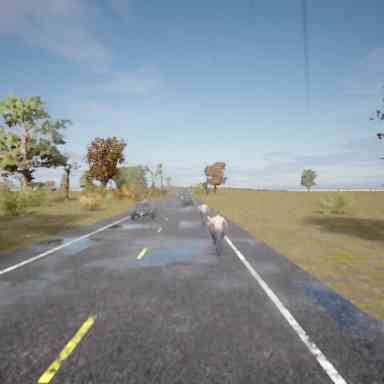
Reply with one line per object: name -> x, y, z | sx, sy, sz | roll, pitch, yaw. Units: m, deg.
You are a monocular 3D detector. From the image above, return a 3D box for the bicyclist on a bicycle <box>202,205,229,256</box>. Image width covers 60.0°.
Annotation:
bicyclist on a bicycle -> 0.927, 1.420, 11.971 | 0.866, 1.612, 1.509 | 0, 0, -1

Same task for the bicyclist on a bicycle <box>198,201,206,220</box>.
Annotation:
bicyclist on a bicycle -> 0.801, 1.406, 21.998 | 0.866, 1.612, 1.509 | 0, 0, -1

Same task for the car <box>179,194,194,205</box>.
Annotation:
car -> -0.737, 1.409, 55.991 | 2.128, 1.511, 4.902 | 0, 0, -1

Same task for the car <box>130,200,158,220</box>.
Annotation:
car -> -3.884, 1.468, 27.503 | 1.837, 1.490, 4.892 | 0, 0, -1

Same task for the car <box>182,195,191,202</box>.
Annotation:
car -> -1.179, 1.441, 73.667 | 1.994, 1.385, 4.181 | 0, 0, -1
